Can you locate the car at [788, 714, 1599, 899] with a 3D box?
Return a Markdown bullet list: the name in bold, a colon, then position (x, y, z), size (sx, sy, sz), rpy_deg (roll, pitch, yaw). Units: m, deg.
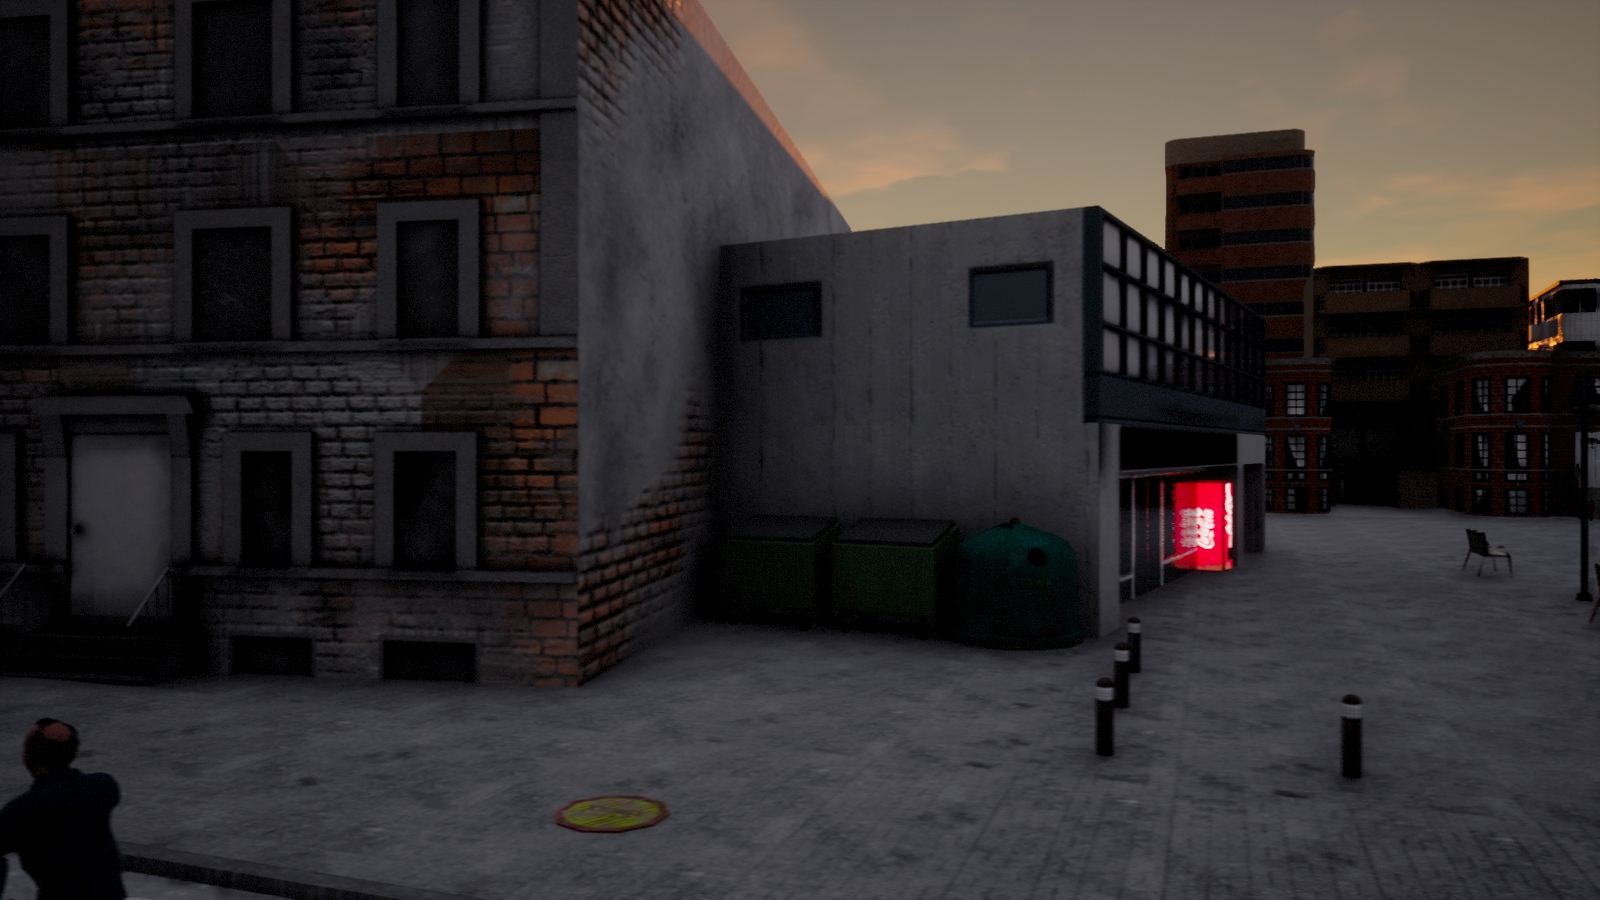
- **car**: position (2.602, 1.841, 2.893), size (4.892, 1.480, 2.231), rpy_deg (0, 0, 20)
